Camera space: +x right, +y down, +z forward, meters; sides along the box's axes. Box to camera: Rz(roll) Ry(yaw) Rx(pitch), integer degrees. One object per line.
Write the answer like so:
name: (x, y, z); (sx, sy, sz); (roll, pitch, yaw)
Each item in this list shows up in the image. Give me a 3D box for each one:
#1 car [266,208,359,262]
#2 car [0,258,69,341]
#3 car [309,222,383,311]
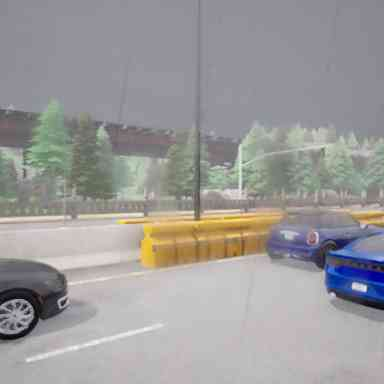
car: (4.692, 1.410, 11.391); (4.553, 1.767, 2.097); (1, 0, -36)
car: (-4.403, 1.501, 4.905); (4.892, 1.490, 1.837); (0, 0, -35)
car: (4.952, 1.524, 7.280); (5.008, 1.535, 1.882); (0, 0, -36)
